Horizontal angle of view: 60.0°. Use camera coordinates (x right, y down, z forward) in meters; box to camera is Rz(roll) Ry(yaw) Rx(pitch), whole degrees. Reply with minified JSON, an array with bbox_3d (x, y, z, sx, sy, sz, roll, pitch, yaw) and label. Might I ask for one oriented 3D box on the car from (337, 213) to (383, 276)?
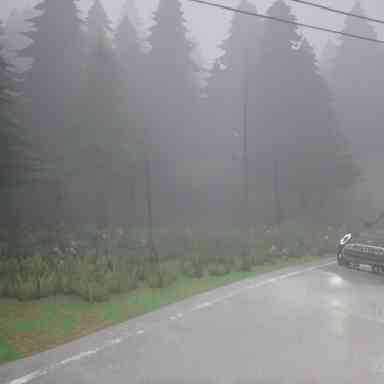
[{"bbox_3d":[6.307,1.320,9.641,4.553,1.767,2.097,0,0,-32],"label":"car"}]
